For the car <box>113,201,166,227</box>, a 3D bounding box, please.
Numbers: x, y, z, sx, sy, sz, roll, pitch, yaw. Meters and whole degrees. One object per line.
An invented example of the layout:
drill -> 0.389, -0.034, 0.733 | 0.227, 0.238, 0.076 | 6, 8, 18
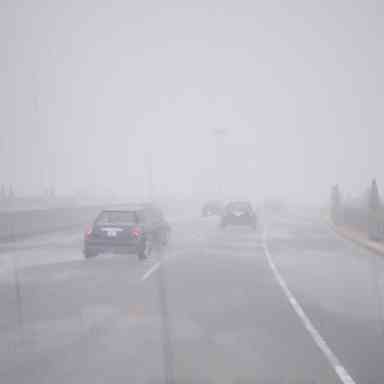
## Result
car -> -3.525, 1.469, 23.407 | 1.837, 1.490, 4.892 | 0, 0, 15

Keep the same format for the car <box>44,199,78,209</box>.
car -> -14.193, 1.468, 36.549 | 1.994, 1.385, 4.181 | 0, 0, 20

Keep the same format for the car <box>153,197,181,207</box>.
car -> -3.753, 1.480, 50.776 | 1.812, 1.442, 4.674 | 0, 0, 30

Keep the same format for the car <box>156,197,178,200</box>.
car -> -3.968, 1.493, 42.841 | 2.033, 1.411, 5.357 | 0, 0, 26

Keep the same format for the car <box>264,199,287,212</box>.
car -> 9.653, 1.488, 38.310 | 1.882, 1.535, 5.008 | 0, 0, 27

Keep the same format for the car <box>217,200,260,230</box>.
car -> 3.224, 1.346, 21.541 | 2.097, 1.767, 4.553 | 1, 0, 15

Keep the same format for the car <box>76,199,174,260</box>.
car -> -2.230, 1.331, 12.613 | 2.097, 1.767, 4.553 | 0, 0, 8

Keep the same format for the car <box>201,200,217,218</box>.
car -> 2.275, 1.489, 30.114 | 1.837, 1.490, 4.892 | 0, 0, 20
